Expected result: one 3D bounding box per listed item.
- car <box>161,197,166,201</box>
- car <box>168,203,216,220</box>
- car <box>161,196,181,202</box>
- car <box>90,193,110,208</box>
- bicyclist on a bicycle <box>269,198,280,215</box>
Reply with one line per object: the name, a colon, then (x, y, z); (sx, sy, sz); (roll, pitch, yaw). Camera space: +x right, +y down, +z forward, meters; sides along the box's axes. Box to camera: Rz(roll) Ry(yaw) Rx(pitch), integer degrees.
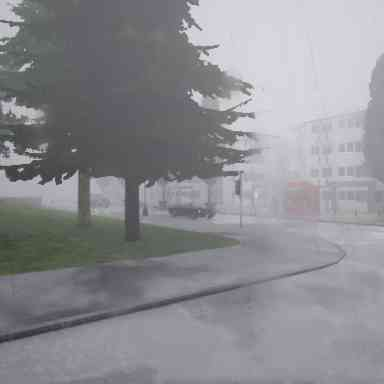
car: (-5.271, 1.515, 83.164); (4.536, 1.218, 1.853); (0, 0, -6)
car: (-0.061, 1.601, 28.299); (1.895, 1.301, 4.718); (0, 0, -36)
car: (-5.219, 1.673, 83.170); (4.974, 1.542, 2.038); (0, 0, -6)
car: (-13.533, 1.223, 47.293); (2.150, 2.045, 5.566); (0, 0, -35)
bicyclist on a bicycle: (7.855, 1.349, 31.665); (1.656, 1.620, 0.582); (0, 0, -36)
